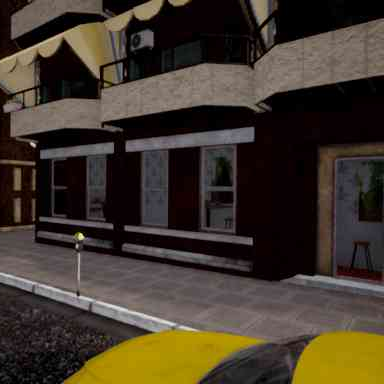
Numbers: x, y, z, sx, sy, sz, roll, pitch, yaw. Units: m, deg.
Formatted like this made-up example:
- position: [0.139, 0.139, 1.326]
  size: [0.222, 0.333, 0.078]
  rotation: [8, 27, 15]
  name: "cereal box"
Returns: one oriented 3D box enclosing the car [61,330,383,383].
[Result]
- position: [1.030, 1.525, 1.975]
  size: [4.829, 1.417, 1.752]
  rotation: [0, 1, 35]
  name: "car"
